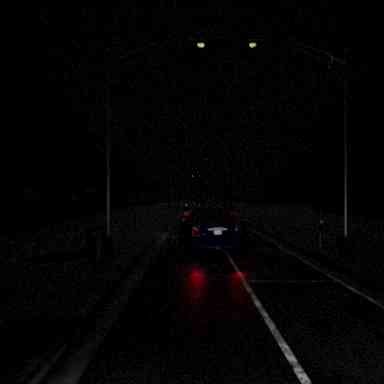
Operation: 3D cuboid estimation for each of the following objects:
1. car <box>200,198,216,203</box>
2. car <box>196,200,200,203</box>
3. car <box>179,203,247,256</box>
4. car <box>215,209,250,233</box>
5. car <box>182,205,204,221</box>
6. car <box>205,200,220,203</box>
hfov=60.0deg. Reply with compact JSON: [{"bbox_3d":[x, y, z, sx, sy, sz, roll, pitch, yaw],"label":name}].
[{"bbox_3d":[2.623,1.876,43.891,2.192,1.841,5.009,-1,-1,0],"label":"car"},{"bbox_3d":[0.100,2.129,44.179,1.994,1.385,4.181,0,-1,-1],"label":"car"},{"bbox_3d":[0.646,1.526,14.251,2.097,1.767,4.553,0,-1,-8],"label":"car"},{"bbox_3d":[2.628,1.857,22.280,1.802,1.307,4.206,-1,-1,0],"label":"car"},{"bbox_3d":[0.092,2.004,32.103,1.895,1.301,4.718,0,-1,0],"label":"car"},{"bbox_3d":[2.626,1.856,33.085,1.967,1.590,4.097,-1,-1,0],"label":"car"}]
